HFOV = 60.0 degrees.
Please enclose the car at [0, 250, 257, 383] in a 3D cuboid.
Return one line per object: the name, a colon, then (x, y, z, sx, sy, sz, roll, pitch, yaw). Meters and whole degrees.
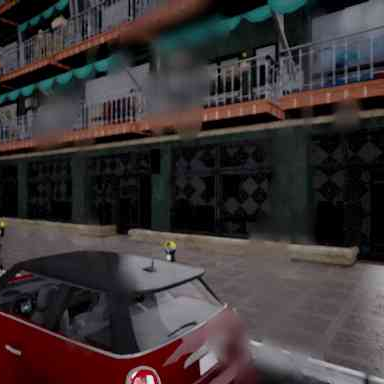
car: (-1.442, 1.428, 3.899, 4.097, 1.590, 1.967, 0, 0, 35)
